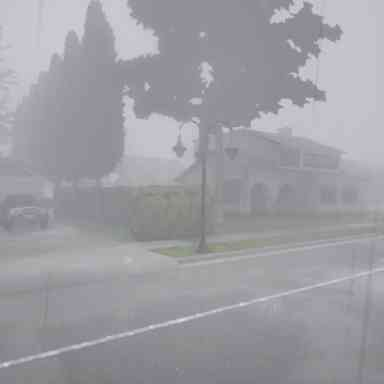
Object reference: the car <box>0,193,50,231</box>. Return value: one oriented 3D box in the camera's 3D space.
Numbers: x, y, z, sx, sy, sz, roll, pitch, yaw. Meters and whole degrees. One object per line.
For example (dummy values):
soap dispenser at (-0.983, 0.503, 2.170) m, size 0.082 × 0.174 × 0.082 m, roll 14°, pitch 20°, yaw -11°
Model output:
car at (-9.286, 1.002, 18.190) m, size 1.932 × 1.855 × 4.605 m, roll 1°, pitch 0°, yaw -35°
